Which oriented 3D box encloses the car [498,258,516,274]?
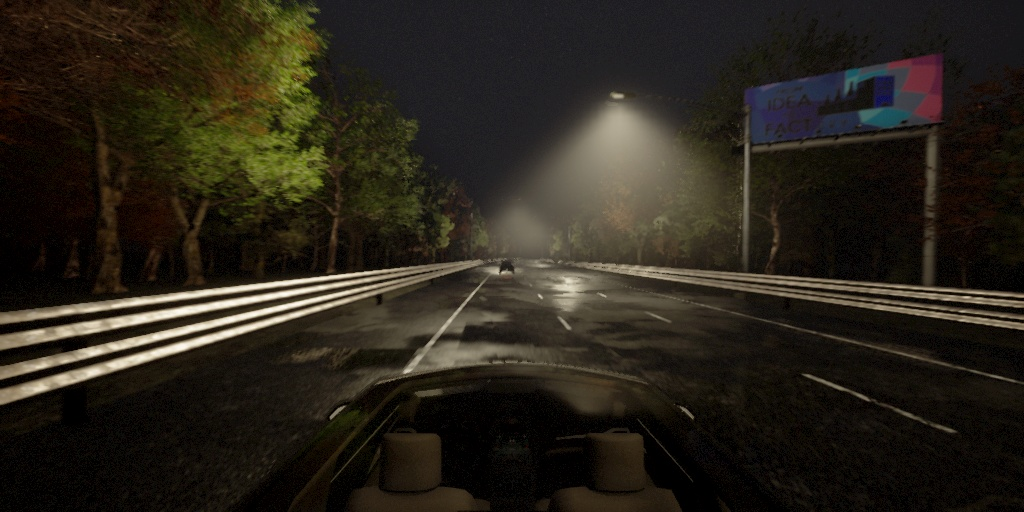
[{"bbox_3d":[-0.578,1.339,43.755,1.837,1.490,4.892,1,-1,0],"label":"car"}]
